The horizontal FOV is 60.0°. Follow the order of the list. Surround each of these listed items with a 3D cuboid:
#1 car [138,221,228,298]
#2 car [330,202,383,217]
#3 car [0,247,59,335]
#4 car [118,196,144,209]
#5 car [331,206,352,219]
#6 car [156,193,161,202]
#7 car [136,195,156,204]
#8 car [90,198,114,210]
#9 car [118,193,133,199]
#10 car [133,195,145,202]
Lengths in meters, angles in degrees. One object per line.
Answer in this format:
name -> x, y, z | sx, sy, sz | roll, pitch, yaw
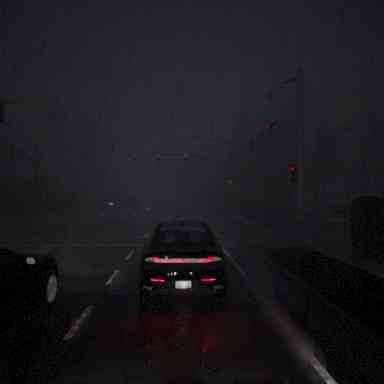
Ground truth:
car -> -0.245, 1.488, 8.539 | 2.128, 1.511, 4.902 | 0, 0, -2
car -> 15.468, 1.587, 30.696 | 4.718, 1.301, 1.895 | 0, 0, 0
car -> -3.612, 1.475, 4.875 | 1.882, 1.535, 5.008 | 0, 0, -2
car -> -7.918, 1.544, 43.517 | 1.994, 1.385, 4.181 | 0, 0, -1
car -> 14.635, 1.535, 27.204 | 5.357, 1.411, 2.033 | 0, 0, 0
car -> -8.360, 1.556, 74.630 | 1.895, 1.301, 4.718 | 0, 0, -1
car -> -8.167, 1.464, 59.605 | 2.128, 1.511, 4.902 | 0, 0, -1
car -> -11.417, 1.528, 42.654 | 2.033, 1.411, 5.357 | 0, 0, 0
car -> -11.662, 1.196, 59.177 | 2.150, 2.045, 5.566 | 0, 0, -1
car -> -11.862, 1.461, 74.729 | 1.837, 1.490, 4.892 | 0, 0, -1
